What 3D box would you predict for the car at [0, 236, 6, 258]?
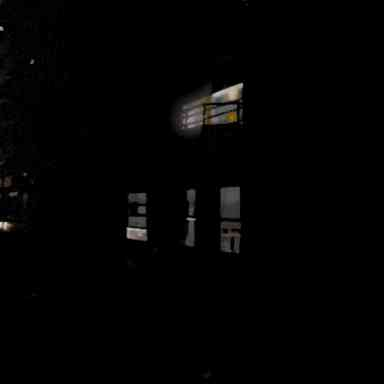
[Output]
[{"bbox_3d":[-9.417,2.071,14.644,1.752,1.417,4.829,4,-4,-38],"label":"car"}]
